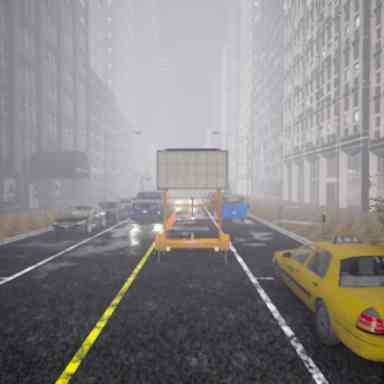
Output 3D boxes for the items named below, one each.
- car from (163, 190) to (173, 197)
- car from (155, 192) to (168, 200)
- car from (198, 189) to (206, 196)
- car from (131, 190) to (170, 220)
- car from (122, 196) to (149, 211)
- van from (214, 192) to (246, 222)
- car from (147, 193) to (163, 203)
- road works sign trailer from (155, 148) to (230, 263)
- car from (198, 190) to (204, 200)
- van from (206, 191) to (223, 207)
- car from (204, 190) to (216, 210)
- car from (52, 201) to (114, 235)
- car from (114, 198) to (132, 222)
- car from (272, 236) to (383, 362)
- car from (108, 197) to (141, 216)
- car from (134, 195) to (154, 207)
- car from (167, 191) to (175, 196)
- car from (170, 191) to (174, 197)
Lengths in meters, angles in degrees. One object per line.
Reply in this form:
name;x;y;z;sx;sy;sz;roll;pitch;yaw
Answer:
car;-5.696;0.431;79.746;1.967;1.590;4.097;-1;1;0
car;-5.695;0.757;62.698;2.008;1.369;4.403;-1;1;0
car;2.684;0.161;91.112;2.192;1.841;5.009;-1;1;0
car;-3.099;0.908;24.696;2.150;2.045;5.566;0;1;0
car;-5.697;1.116;34.283;2.008;1.369;4.403;-1;1;0
van;2.682;1.050;22.913;1.690;1.788;3.998;-1;1;0
car;-5.696;0.901;51.332;2.008;1.369;4.403;-1;1;0
road works sign trailer;0.016;0.320;11.270;2.380;3.560;2.880;0;1;0
car;2.685;0.758;62.698;2.008;1.369;4.403;-1;1;0
van;2.682;0.835;39.963;1.690;1.788;3.998;-1;1;0
car;2.682;0.881;34.279;2.192;1.841;5.009;-1;1;0
car;-5.697;1.331;17.233;2.008;1.369;4.403;-1;1;0
car;-5.697;1.275;22.916;1.947;1.339;4.313;-1;1;0
car;2.683;1.447;6.036;1.752;1.417;4.829;-1;1;0
car;-5.696;1.182;28.599;1.887;1.381;4.507;-1;1;0
car;-5.696;1.076;39.966;1.802;1.307;4.206;-1;1;0
car;-5.695;0.374;90.944;1.752;1.417;4.829;-1;1;0
car;-5.695;0.645;74.065;1.802;1.307;4.206;-1;1;0
